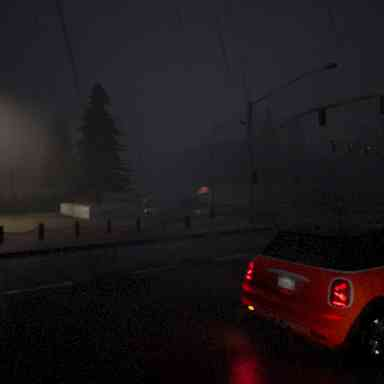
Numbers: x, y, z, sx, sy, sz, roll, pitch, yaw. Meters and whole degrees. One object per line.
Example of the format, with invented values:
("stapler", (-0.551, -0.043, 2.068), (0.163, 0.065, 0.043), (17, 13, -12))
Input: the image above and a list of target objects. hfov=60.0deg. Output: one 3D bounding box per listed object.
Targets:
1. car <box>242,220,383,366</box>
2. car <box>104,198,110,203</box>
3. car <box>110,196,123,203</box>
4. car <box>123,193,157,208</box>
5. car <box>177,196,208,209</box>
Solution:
("car", (3.096, 1.317, 6.002), (4.553, 1.767, 2.097), (0, 0, -35))
("car", (-17.453, 1.488, 60.913), (2.033, 1.411, 5.357), (0, 0, -36))
("car", (-13.956, 1.400, 62.024), (2.033, 1.411, 5.357), (0, 0, -35))
("car", (-6.986, 1.095, 46.087), (2.150, 2.045, 5.566), (0, 0, -35))
("car", (0.066, 1.331, 42.233), (1.882, 1.535, 5.008), (0, 0, -35))
